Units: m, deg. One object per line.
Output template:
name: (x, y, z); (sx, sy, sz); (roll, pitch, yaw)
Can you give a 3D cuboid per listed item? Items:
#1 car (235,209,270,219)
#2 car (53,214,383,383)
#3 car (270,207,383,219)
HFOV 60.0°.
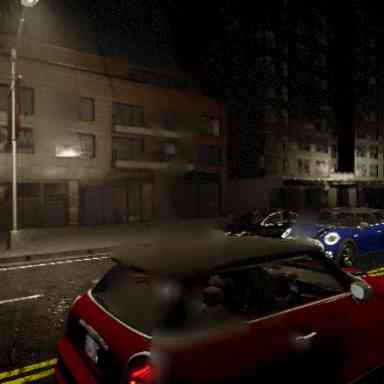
car: (3.008, 1.489, 13.810); (4.892, 1.490, 1.837); (0, 0, -35)
car: (0.869, 1.347, 4.056); (4.553, 1.767, 2.097); (0, 0, -35)
car: (5.089, 1.335, 11.303); (4.553, 1.767, 2.097); (0, 0, -35)
